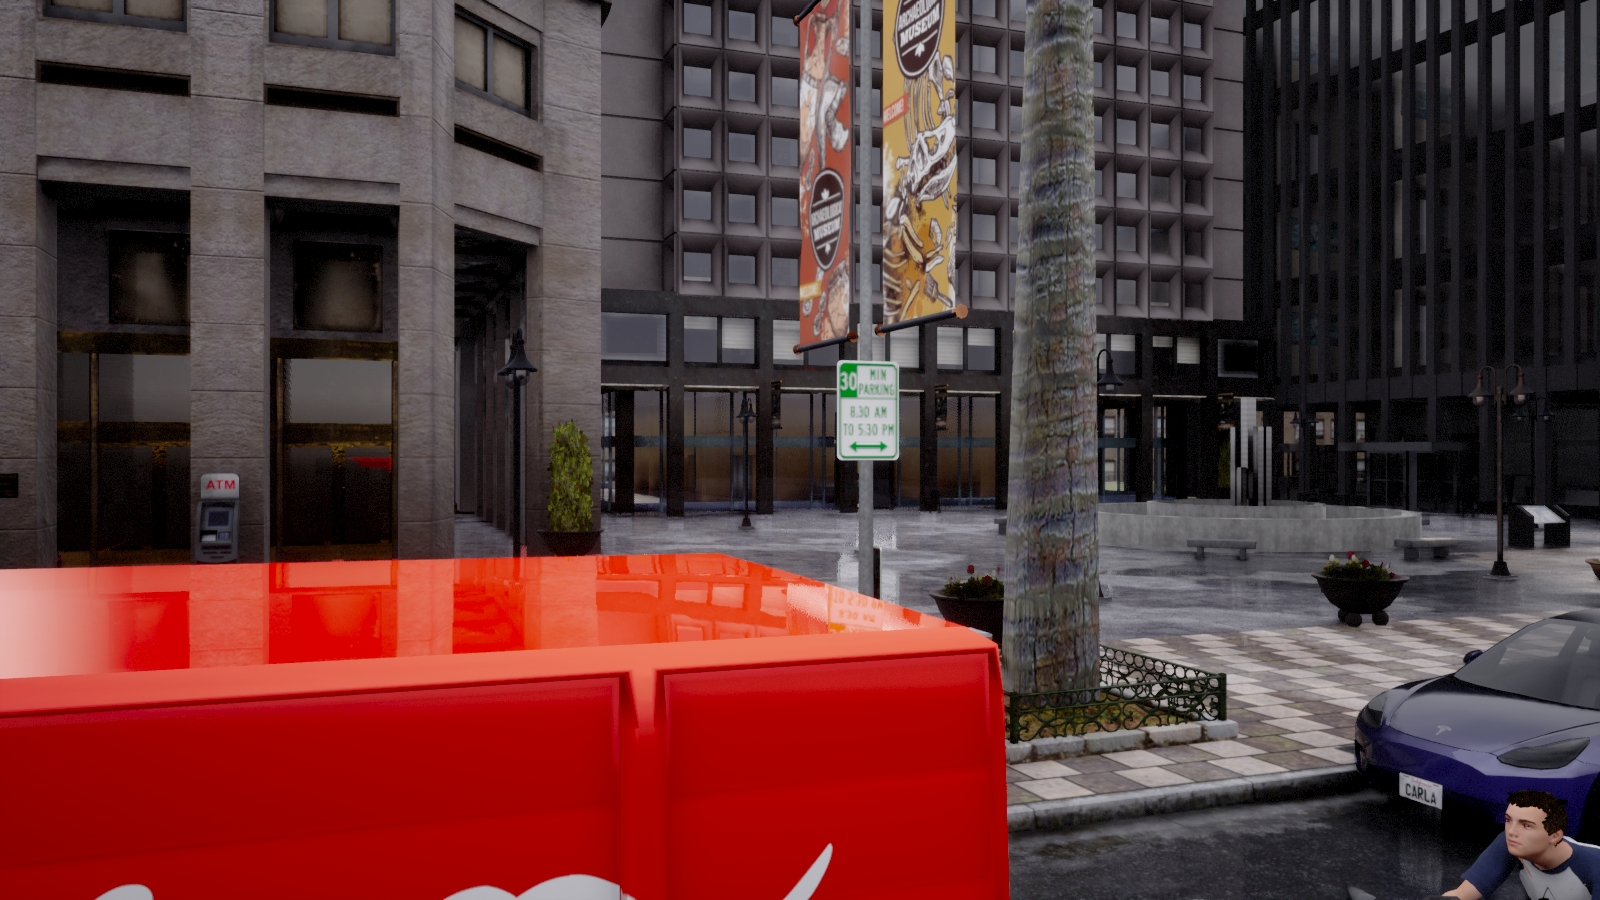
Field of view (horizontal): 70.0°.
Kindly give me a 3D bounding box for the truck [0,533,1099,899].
[{"bbox_3d":[-2.337,1.568,2.464,5.204,2.467,2.627,0,0,-20],"label":"truck"}]
